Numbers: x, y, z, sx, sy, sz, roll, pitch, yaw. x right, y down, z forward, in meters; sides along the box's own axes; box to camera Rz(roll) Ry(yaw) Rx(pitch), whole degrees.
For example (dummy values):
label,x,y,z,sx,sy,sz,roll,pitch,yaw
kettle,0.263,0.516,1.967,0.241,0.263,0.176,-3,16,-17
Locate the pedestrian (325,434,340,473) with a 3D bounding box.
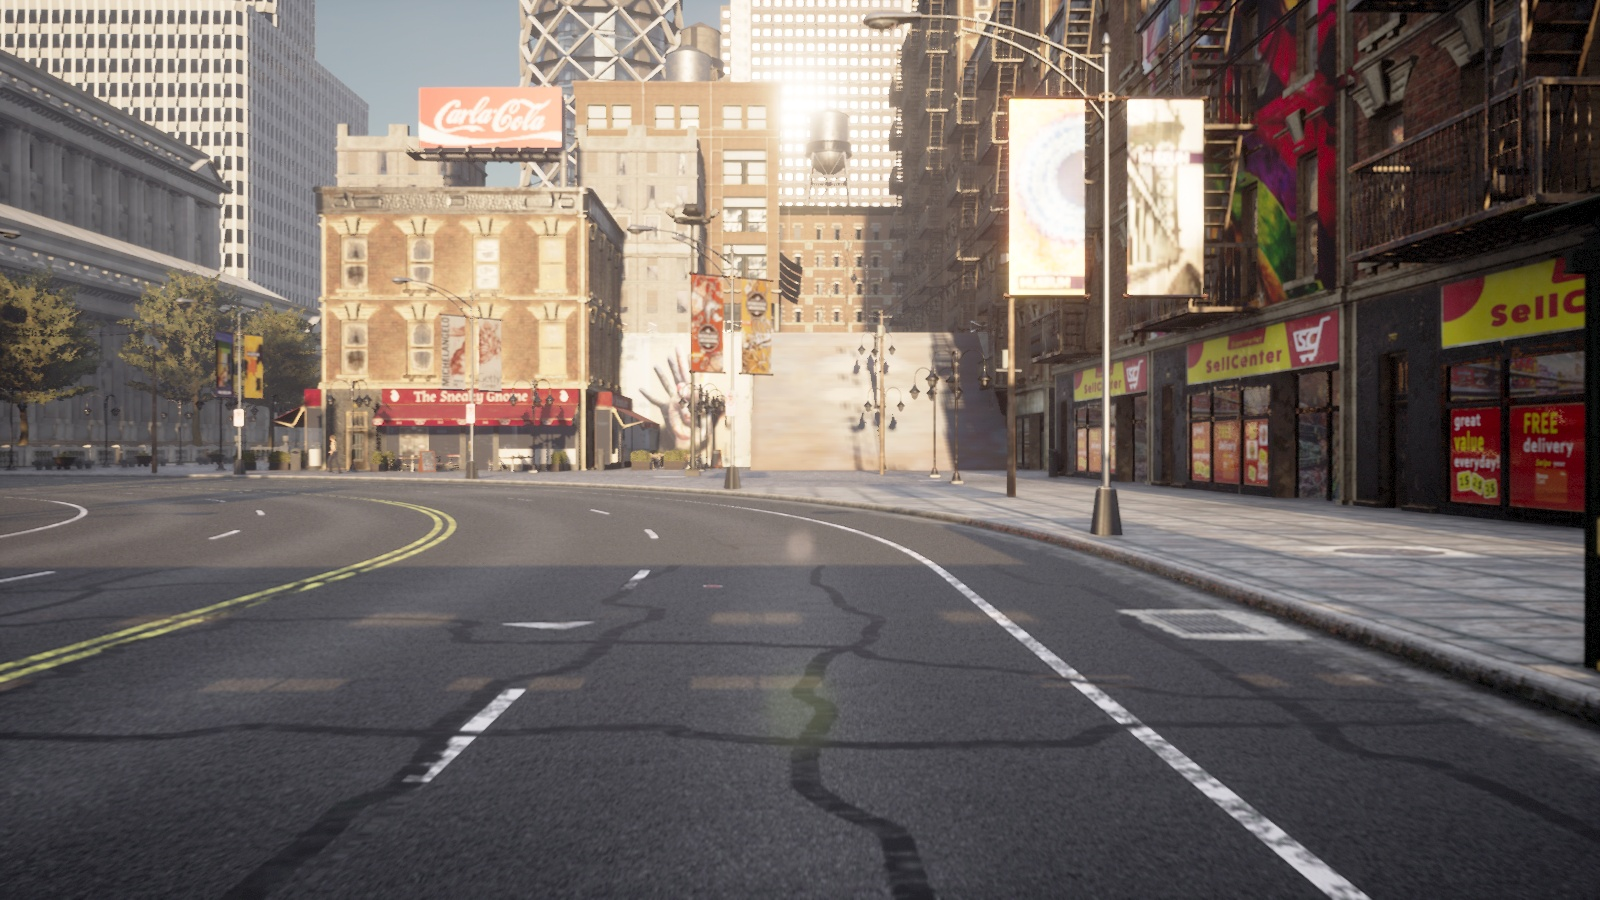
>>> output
label,x,y,z,sx,sy,sz,roll,pitch,yaw
pedestrian,-22.134,0.157,59.439,0.594,1.836,0.345,0,0,16
